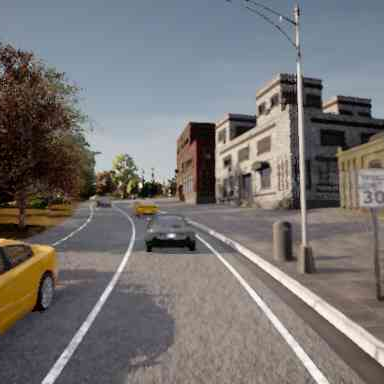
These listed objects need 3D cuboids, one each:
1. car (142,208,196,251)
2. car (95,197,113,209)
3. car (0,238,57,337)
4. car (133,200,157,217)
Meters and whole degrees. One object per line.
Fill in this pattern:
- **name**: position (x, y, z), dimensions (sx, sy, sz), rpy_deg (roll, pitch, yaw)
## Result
- **car**: position (-1.008, 1.596, 14.347), dimensions (1.994, 1.385, 4.181), rpy_deg (0, 0, -7)
- **car**: position (-11.801, 1.405, 44.578), dimensions (1.837, 1.490, 4.892), rpy_deg (1, 0, -17)
- **car**: position (-3.590, 1.483, 4.808), dimensions (1.882, 1.535, 5.008), rpy_deg (0, 0, -3)
- **car**: position (-4.510, 1.524, 31.883), dimensions (1.882, 1.535, 5.008), rpy_deg (1, 0, -15)
